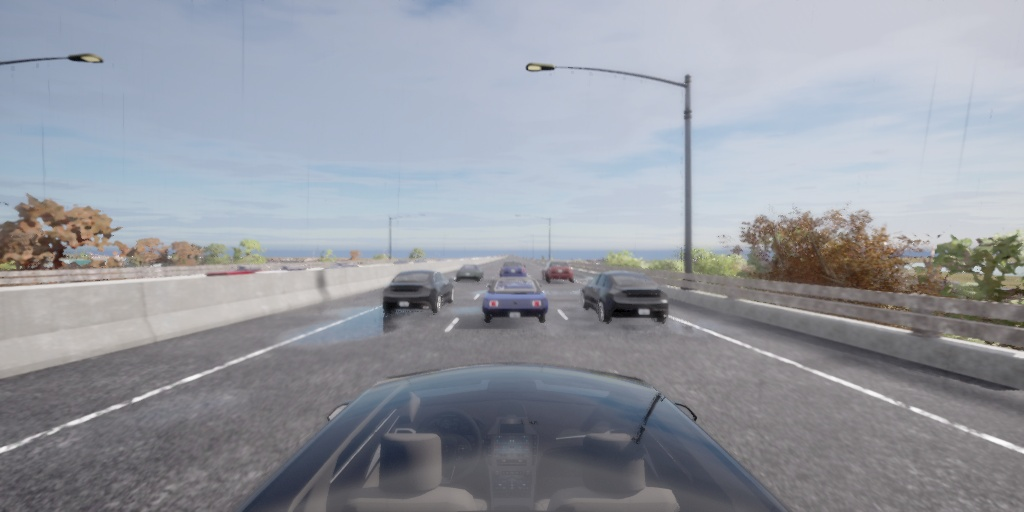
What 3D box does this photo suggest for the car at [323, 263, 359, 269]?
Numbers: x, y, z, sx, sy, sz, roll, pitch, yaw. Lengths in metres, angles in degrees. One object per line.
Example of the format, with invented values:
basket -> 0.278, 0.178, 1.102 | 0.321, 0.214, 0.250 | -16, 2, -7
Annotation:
car -> -14.097, 1.299, 29.480 | 2.128, 1.511, 4.902 | 0, 0, 0

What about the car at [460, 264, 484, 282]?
car -> -3.405, 1.372, 29.705 | 1.994, 1.385, 4.181 | 0, 0, 0

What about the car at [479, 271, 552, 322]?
car -> 0.096, 1.374, 12.292 | 1.895, 1.301, 4.718 | 0, 0, 0

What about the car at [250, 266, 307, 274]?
car -> -17.599, 1.406, 27.957 | 1.895, 1.301, 4.718 | 0, 0, 0

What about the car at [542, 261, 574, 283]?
car -> 3.594, 1.158, 28.843 | 2.097, 1.767, 4.553 | 0, 0, 0

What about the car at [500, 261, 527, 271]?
car -> 0.094, 1.158, 28.840 | 2.097, 1.767, 4.553 | 0, 0, 0

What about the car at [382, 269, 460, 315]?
car -> -3.404, 1.281, 13.769 | 1.837, 1.490, 4.892 | 0, 0, 0

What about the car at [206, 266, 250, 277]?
car -> -21.099, 1.406, 27.936 | 1.895, 1.301, 4.718 | 0, 0, 0

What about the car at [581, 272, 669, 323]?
car -> 3.594, 1.278, 12.156 | 1.837, 1.490, 4.892 | 0, 0, 0
